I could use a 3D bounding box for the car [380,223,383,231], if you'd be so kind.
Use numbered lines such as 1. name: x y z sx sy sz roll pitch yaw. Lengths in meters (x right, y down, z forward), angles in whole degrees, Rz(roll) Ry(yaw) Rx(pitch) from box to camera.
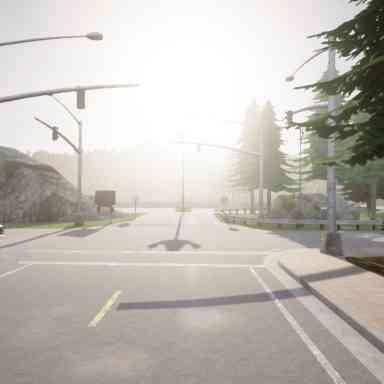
1. car: 15.035 2.058 21.108 5.357 1.411 2.033 0 -1 -2

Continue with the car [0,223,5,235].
1. car: -12.387 1.853 17.791 4.181 1.385 1.994 0 -1 1
